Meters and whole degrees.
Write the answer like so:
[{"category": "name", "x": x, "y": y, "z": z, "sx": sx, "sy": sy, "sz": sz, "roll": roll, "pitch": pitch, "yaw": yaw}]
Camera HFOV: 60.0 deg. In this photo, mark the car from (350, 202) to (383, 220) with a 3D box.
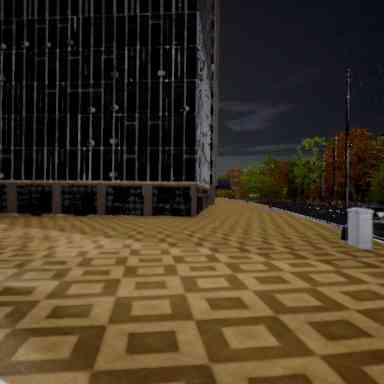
[{"category": "car", "x": 15.813, "y": 1.691, "z": 29.819, "sx": 2.128, "sy": 1.511, "sz": 4.902, "roll": 1, "pitch": 0, "yaw": 6}]
